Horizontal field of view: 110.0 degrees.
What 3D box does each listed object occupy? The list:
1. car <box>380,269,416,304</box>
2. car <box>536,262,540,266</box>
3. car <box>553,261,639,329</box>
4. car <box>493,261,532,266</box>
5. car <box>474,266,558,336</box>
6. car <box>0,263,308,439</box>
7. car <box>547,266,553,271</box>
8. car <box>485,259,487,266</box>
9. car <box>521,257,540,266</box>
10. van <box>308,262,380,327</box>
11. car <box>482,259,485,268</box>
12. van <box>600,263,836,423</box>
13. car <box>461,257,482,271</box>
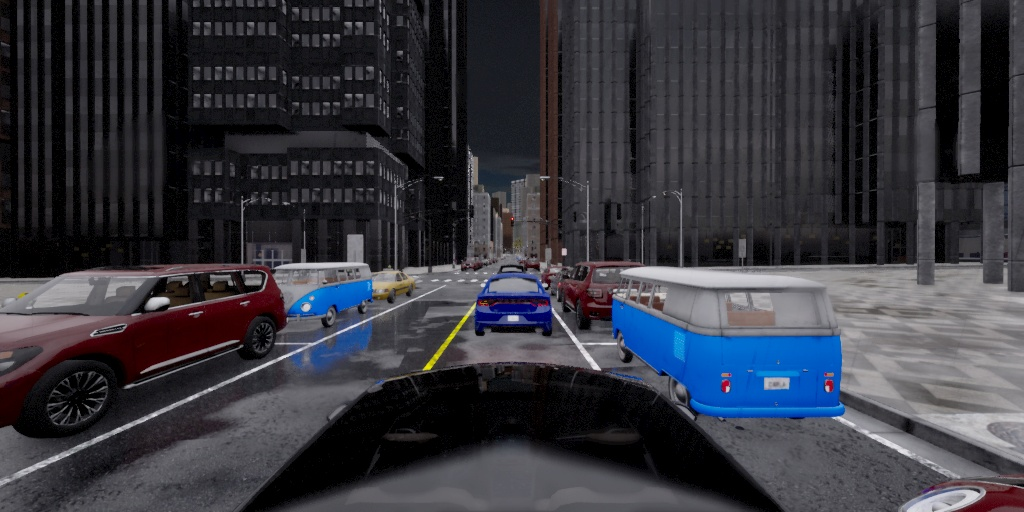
[{"bbox_3d":[-5.765,1.276,16.481,1.751,1.417,4.829,0,0,0],"label":"car"},{"bbox_3d":[2.760,1.297,22.166,1.888,1.381,4.507,0,0,0],"label":"car"},{"bbox_3d":[2.764,1.064,11.115,2.192,1.841,5.009,0,0,0],"label":"car"},{"bbox_3d":[-0.002,1.257,20.774,1.837,1.490,4.892,0,0,0],"label":"car"},{"bbox_3d":[0.057,1.228,10.403,1.882,1.535,5.008,0,0,1],"label":"car"},{"bbox_3d":[-5.766,1.064,5.602,2.192,1.841,5.009,0,0,0],"label":"car"},{"bbox_3d":[2.762,1.301,16.641,2.007,1.370,4.403,0,0,0],"label":"car"},{"bbox_3d":[-5.771,1.348,60.501,1.948,1.339,4.313,0,0,0],"label":"car"},{"bbox_3d":[2.756,1.084,49.206,2.192,1.841,5.009,0,0,0],"label":"car"},{"bbox_3d":[-5.766,1.091,11.127,1.690,1.789,3.998,0,0,0],"label":"van"},{"bbox_3d":[-5.770,1.090,54.858,2.192,1.841,5.009,0,0,0],"label":"car"},{"bbox_3d":[2.766,1.090,5.590,1.690,1.789,3.998,0,0,0],"label":"van"},{"bbox_3d":[-5.769,1.084,49.215,2.192,1.841,5.009,0,0,0],"label":"car"}]
